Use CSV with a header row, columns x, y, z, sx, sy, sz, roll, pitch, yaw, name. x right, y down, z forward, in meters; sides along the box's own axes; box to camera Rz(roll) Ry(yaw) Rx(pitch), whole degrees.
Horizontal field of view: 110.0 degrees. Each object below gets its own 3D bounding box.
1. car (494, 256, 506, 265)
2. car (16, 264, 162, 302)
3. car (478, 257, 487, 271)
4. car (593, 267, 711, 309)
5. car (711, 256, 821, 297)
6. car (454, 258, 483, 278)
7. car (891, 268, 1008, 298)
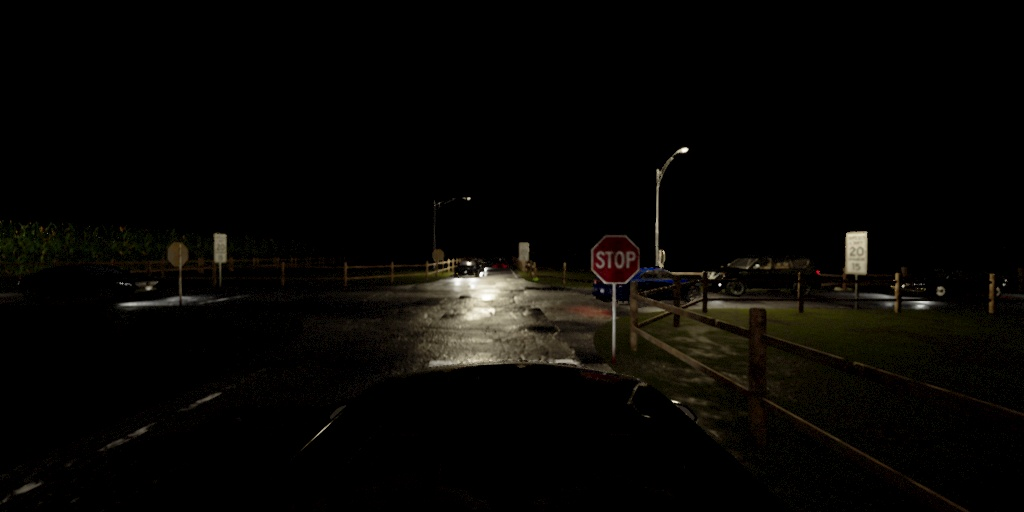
x,y,z,sx,sy,sz,roll,pitch,yaw,name
-2.087,0.728,62.945,2.097,1.767,4.553,0,0,-2,car
-17.516,1.062,14.947,4.674,1.442,1.812,0,0,-1,car
-4.196,1.011,41.532,1.837,1.490,4.892,0,0,-2,car
5.705,1.218,14.963,5.008,1.535,1.882,0,-1,-27,car
12.796,0.998,18.674,5.566,2.045,2.150,1,0,-1,car
-3.852,1.131,31.454,1.994,1.385,4.181,0,0,-1,car
22.952,1.377,18.914,4.892,1.490,1.837,1,0,-1,car
